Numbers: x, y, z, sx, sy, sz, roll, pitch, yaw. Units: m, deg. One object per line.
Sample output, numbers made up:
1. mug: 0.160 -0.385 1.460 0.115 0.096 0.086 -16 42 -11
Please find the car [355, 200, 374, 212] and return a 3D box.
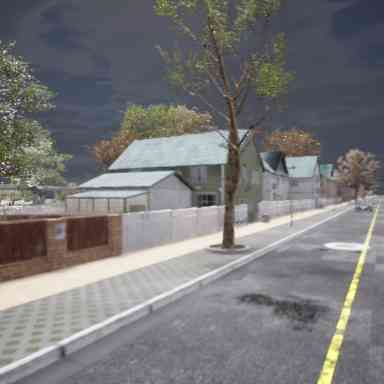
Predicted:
1. car: 21.719 1.732 41.881 2.128 1.511 4.902 0 0 30
